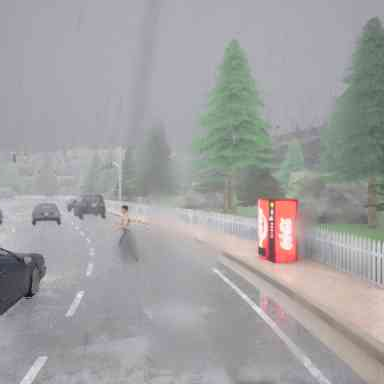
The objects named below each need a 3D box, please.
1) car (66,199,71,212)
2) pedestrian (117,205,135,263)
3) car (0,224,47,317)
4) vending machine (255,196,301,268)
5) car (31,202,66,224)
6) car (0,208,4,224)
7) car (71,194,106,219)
[{"bbox_3d":[-13.892,1.504,39.672,1.837,1.490,4.892,0,0,-24],"label":"car"},{"bbox_3d":[-2.095,1.294,10.577,0.375,1.860,0.375,0,0,-15],"label":"pedestrian"},{"bbox_3d":[-4.012,1.547,5.398,2.033,1.411,5.357,0,0,-9],"label":"car"},{"bbox_3d":[2.660,1.195,10.386,1.100,2.100,0.880,0,0,-13],"label":"vending machine"},{"bbox_3d":[-10.810,1.547,24.639,2.033,1.411,5.357,0,0,-24],"label":"car"},{"bbox_3d":[-13.247,1.477,21.180,1.882,1.535,5.008,0,0,-24],"label":"car"},{"bbox_3d":[-9.059,1.220,29.297,2.150,2.045,5.566,0,0,-25],"label":"car"}]
